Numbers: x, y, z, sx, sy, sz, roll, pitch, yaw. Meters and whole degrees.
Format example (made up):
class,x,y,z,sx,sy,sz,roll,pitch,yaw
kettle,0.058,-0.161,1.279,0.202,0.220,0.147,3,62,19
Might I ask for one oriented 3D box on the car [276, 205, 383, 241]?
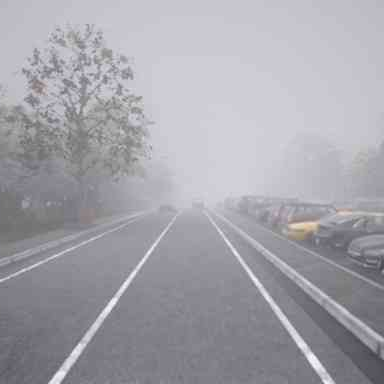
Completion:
class,x,y,z,sx,sy,sz,roll,pitch,yaw
car,6.863,1.547,15.037,5.366,1.575,1.946,0,0,0

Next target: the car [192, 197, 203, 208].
class,x,y,z,sx,sy,sz,roll,pitch,yaw
car,1.093,2.082,67.116,2.150,2.045,5.566,0,-2,0

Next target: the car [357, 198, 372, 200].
class,x,y,z,sx,sy,sz,roll,pitch,yaw
car,20.190,1.645,34.255,5.008,1.535,2.097,0,-1,0

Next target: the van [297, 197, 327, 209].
class,x,y,z,sx,sy,sz,roll,pitch,yaw
van,20.366,1.858,56.416,4.442,1.987,1.878,0,-1,0

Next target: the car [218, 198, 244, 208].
class,x,y,z,sx,sy,sz,roll,pitch,yaw
car,7.218,2.077,62.204,4.553,1.767,2.185,0,-1,0

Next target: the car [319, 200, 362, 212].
class,x,y,z,sx,sy,sz,roll,pitch,yaw
car,20.211,1.866,45.333,4.892,1.521,2.231,0,-1,0

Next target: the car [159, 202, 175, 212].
class,x,y,z,sx,sy,sz,roll,pitch,yaw
car,-3.275,1.961,43.778,1.895,1.301,4.718,0,-1,0

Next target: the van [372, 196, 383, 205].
class,x,y,z,sx,sy,sz,roll,pitch,yaw
van,20.060,1.383,31.639,4.442,1.987,1.878,0,-1,0

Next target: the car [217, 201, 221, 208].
class,x,y,z,sx,sy,sz,roll,pitch,yaw
car,7.200,2.120,56.653,4.792,1.488,2.163,0,-1,0

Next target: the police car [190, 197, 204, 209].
class,x,y,z,sx,sy,sz,roll,pitch,yaw
police car,1.069,2.043,57.173,1.930,1.638,5.238,0,-1,0

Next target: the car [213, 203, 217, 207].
class,x,y,z,sx,sy,sz,roll,pitch,yaw
car,7.150,1.894,59.435,5.566,2.045,2.435,0,-1,0

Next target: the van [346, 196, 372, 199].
class,x,y,z,sx,sy,sz,roll,pitch,yaw
van,20.076,1.474,37.030,4.442,1.987,1.878,0,-1,0

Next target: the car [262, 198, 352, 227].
class,x,y,z,sx,sy,sz,roll,pitch,yaw
car,7.033,1.445,20.589,4.553,1.767,2.185,0,0,0

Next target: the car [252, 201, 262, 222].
class,x,y,z,sx,sy,sz,roll,pitch,yaw
car,7.067,1.581,23.365,5.008,1.535,2.097,0,0,0

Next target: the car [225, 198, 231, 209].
class,x,y,z,sx,sy,sz,roll,pitch,yaw
car,7.100,1.845,42.777,4.792,1.488,2.163,0,-1,0

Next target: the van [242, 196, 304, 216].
class,x,y,z,sx,sy,sz,roll,pitch,yaw
van,6.972,1.375,28.918,4.442,1.987,1.878,0,0,0

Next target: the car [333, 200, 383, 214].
class,x,y,z,sx,sy,sz,roll,pitch,yaw
car,20.016,1.752,39.793,5.366,1.575,1.946,0,-1,0

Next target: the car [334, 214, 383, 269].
class,x,y,z,sx,sy,sz,roll,pitch,yaw
car,7.038,1.530,9.484,4.892,1.521,2.231,0,0,0

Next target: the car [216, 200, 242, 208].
class,x,y,z,sx,sy,sz,roll,pitch,yaw
car,7.201,2.265,64.977,5.008,1.535,2.097,0,-1,0

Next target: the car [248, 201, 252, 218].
class,x,y,z,sx,sy,sz,roll,pitch,yaw
car,7.084,1.631,26.141,4.674,1.452,2.002,0,0,0

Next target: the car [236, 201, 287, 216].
class,x,y,z,sx,sy,sz,roll,pitch,yaw
car,7.135,1.680,34.443,4.792,1.488,2.163,0,-1,0

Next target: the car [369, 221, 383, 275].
class,x,y,z,sx,sy,sz,roll,pitch,yaw
car,6.838,1.516,6.709,5.366,1.575,1.946,0,0,0

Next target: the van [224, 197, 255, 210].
class,x,y,z,sx,sy,sz,roll,pitch,yaw
van,7.271,1.755,51.108,4.442,1.987,1.878,0,-1,0

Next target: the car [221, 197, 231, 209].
class,x,y,z,sx,sy,sz,roll,pitch,yaw
car,7.151,1.925,48.327,5.008,1.535,2.097,0,-1,0

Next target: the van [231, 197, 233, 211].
class,x,y,z,sx,sy,sz,roll,pitch,yaw
van,6.997,1.480,37.230,4.442,1.987,1.878,0,-1,0

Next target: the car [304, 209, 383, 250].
class,x,y,z,sx,sy,sz,roll,pitch,yaw
car,7.034,1.541,12.260,4.892,1.521,2.231,0,0,0

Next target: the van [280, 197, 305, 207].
class,x,y,z,sx,sy,sz,roll,pitch,yaw
van,20.400,2.104,67.612,4.442,1.987,1.878,0,-2,0

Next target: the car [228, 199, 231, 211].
class,x,y,z,sx,sy,sz,roll,pitch,yaw
car,7.124,1.801,40.000,4.674,1.452,2.002,0,-1,0

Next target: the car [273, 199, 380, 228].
class,x,y,z,sx,sy,sz,roll,pitch,yaw
car,7.025,1.435,17.813,4.553,1.767,2.185,0,0,0

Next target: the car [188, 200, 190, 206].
class,x,y,z,sx,sy,sz,roll,pitch,yaw
car,0.176,2.863,91.339,2.150,2.045,5.566,0,-3,0

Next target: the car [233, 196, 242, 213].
class,x,y,z,sx,sy,sz,roll,pitch,yaw
car,7.125,1.360,31.694,5.566,2.045,2.435,0,0,0

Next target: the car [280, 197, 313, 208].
class,x,y,z,sx,sy,sz,roll,pitch,yaw
car,20.302,2.005,64.722,5.566,2.045,2.435,0,-2,0
